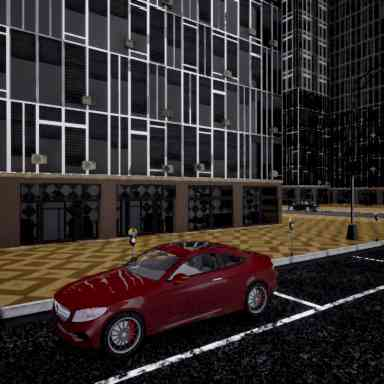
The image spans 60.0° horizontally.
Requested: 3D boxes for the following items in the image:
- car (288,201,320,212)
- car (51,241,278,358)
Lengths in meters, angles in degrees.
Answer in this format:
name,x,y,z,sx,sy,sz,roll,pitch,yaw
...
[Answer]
name,x,y,z,sx,sy,sz,roll,pitch,yaw
car,15.143,1.899,45.275,2.008,1.369,4.403,-1,0,-36
car,-0.237,1.582,5.932,4.206,1.307,1.802,0,0,-36
